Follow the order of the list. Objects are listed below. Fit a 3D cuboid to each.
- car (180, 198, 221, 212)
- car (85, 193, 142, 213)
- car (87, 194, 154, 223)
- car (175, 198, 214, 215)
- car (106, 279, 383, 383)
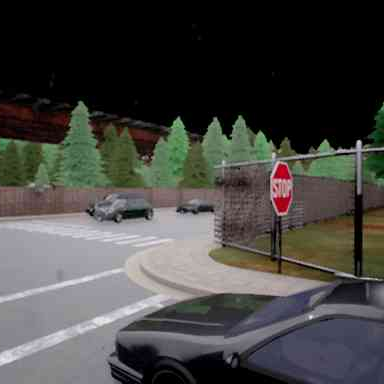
[{"bbox_3d":[1.115,1.406,38.609,2.033,1.411,5.357,0,0,36],"label":"car"},{"bbox_3d":[-6.329,1.080,28.441,2.150,2.045,5.566,0,0,36],"label":"car"},{"bbox_3d":[-4.949,1.233,24.402,2.097,1.767,4.553,0,0,36],"label":"car"},{"bbox_3d":[0.690,1.428,32.108,2.033,1.411,5.357,0,0,36],"label":"car"},{"bbox_3d":[1.681,1.546,2.771,5.357,1.411,2.033,0,0,36],"label":"car"}]
